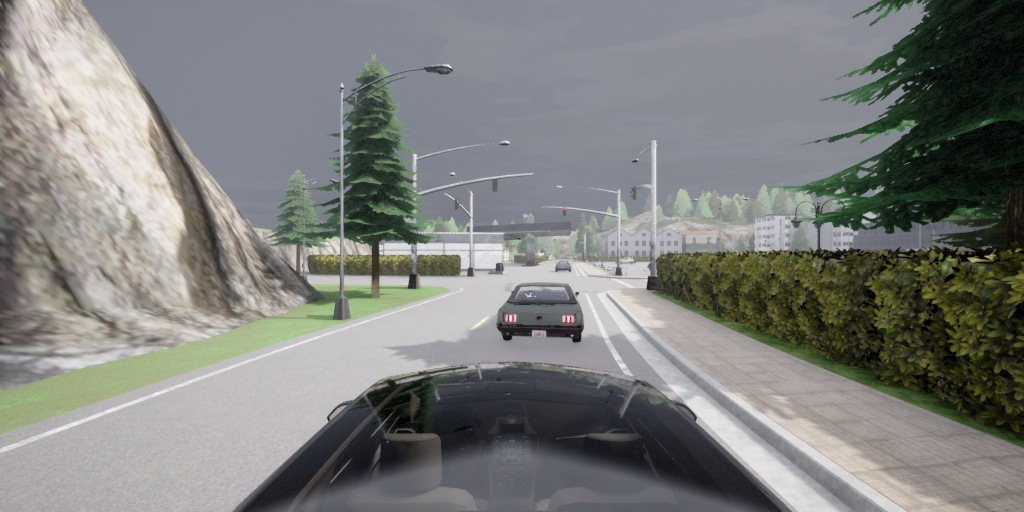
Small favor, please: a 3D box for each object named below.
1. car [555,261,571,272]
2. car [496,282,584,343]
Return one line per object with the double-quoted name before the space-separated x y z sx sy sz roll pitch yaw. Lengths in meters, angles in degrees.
"car" 6.565 1.310 45.823 1.994 1.385 4.181 0 0 9
"car" 0.882 1.350 9.751 1.895 1.301 4.718 0 0 8
